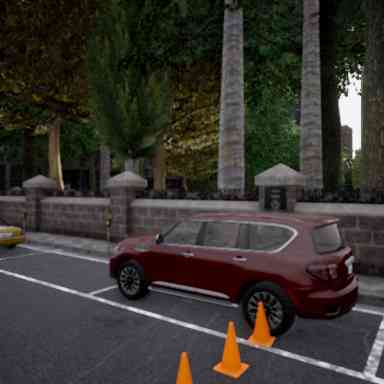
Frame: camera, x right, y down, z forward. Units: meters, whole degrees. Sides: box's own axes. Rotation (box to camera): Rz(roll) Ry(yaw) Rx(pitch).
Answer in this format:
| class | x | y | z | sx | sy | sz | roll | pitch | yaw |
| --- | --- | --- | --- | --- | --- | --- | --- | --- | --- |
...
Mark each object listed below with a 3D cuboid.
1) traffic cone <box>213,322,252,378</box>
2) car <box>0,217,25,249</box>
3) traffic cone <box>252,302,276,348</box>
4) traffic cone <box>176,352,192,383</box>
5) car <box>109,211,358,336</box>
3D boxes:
| class | x | y | z | sx | sy | sz | roll | pitch | yaw |
| --- | --- | --- | --- | --- | --- | --- | --- | --- | --- |
| traffic cone | 0.498 | 1.949 | 4.228 | 0.340 | 0.580 | 0.340 | 0 | 0 | 35 |
| car | -8.466 | 1.477 | 13.102 | 4.829 | 1.417 | 1.752 | 0 | 0 | 35 |
| traffic cone | 1.036 | 1.934 | 4.981 | 0.340 | 0.580 | 0.340 | 0 | 6 | 29 |
| traffic cone | -0.082 | 1.949 | 3.413 | 0.340 | 0.580 | 0.340 | 0 | 0 | 35 |
| car | 0.567 | 1.304 | 6.679 | 5.009 | 1.841 | 2.192 | 0 | 0 | 35 |
